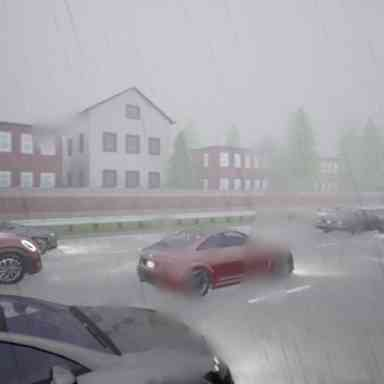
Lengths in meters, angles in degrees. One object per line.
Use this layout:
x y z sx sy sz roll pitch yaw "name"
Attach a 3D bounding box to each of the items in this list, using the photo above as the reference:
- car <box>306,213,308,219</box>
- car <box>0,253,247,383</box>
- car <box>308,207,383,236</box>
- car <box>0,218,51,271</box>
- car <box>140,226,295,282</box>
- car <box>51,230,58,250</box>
10.500 1.706 24.131 4.718 1.301 1.895 0 0 -35 "car"
-1.644 1.564 2.572 4.181 1.385 1.994 0 0 -35 "car"
9.241 1.634 18.934 5.357 1.411 2.033 0 0 -35 "car"
-6.114 1.350 7.984 4.553 1.767 2.097 0 0 -36 "car"
0.716 1.589 8.556 4.181 1.385 1.994 0 0 -35 "car"
-6.973 1.568 11.670 4.181 1.385 1.994 0 0 -35 "car"
